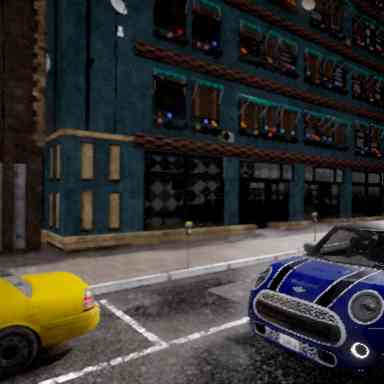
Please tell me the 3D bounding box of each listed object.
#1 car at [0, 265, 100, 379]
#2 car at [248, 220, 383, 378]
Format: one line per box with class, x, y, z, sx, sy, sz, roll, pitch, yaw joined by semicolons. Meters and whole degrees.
car;-3.626;1.531;3.957;4.829;1.417;1.752;-1;1;-35
car;3.070;1.310;5.546;4.553;1.767;2.097;0;0;-35
